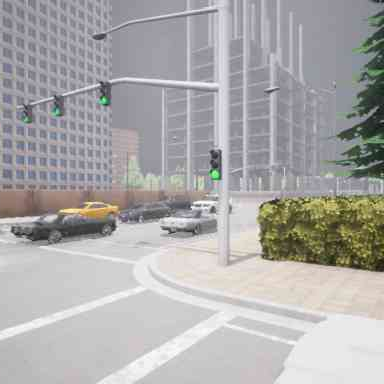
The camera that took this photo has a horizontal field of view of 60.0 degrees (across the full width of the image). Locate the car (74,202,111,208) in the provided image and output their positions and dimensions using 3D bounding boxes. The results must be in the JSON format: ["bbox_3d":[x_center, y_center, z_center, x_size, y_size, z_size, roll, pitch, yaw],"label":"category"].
[{"bbox_3d":[-7.950,1.533,25.723,1.882,1.535,5.008,0,0,35],"label":"car"}]

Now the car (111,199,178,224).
[{"bbox_3d":[-3.561,1.560,25.850,1.837,1.490,4.892,0,0,35],"label":"car"}]

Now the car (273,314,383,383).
[{"bbox_3d":[2.861,1.601,1.926,4.718,1.301,1.895,0,0,36],"label":"car"}]

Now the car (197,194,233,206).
[{"bbox_3d":[2.165,1.277,33.860,2.150,2.045,5.566,0,0,36],"label":"car"}]

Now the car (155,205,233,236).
[{"bbox_3d":[0.338,1.656,18.917,1.895,1.301,4.718,0,0,35],"label":"car"}]

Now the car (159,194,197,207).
[{"bbox_3d":[-2.180,1.277,33.812,2.150,2.045,5.566,0,0,35],"label":"car"}]

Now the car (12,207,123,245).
[{"bbox_3d":[-5.929,1.655,16.150,1.895,1.301,4.718,0,0,35],"label":"car"}]
